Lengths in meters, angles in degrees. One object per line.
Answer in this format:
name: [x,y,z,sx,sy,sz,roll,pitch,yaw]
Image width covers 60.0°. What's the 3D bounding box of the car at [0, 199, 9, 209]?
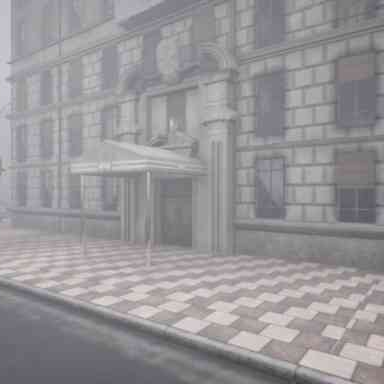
car: [-26.408,1.466,43.049,1.882,1.535,5.008,0,0,35]
